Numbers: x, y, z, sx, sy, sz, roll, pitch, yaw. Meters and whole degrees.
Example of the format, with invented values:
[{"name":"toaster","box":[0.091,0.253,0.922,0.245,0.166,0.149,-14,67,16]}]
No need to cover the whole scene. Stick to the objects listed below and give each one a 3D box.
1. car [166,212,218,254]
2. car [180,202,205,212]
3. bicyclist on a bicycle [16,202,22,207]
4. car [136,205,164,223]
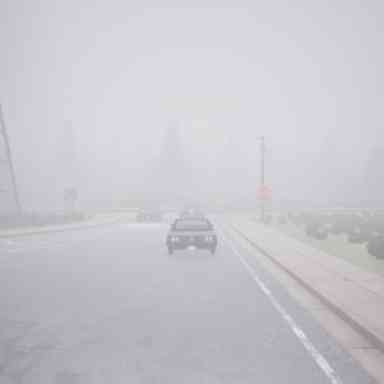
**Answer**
[{"name":"car","box":[-0.002,1.735,14.109,1.895,1.301,4.718,0,0,0]},{"name":"car","box":[0.045,1.625,29.060,2.097,1.767,4.553,0,-1,2]},{"name":"bicyclist on a bicycle","box":[-22.709,1.815,43.612,0.582,1.620,1.656,0,5,1]},{"name":"car","box":[-3.511,1.834,28.444,1.994,1.385,4.181,0,-1,0]}]
